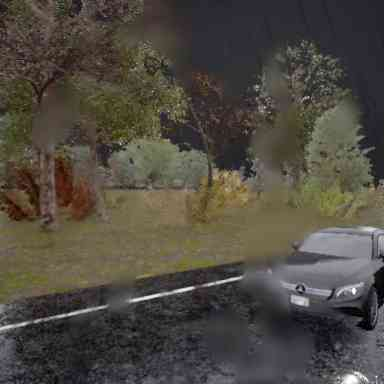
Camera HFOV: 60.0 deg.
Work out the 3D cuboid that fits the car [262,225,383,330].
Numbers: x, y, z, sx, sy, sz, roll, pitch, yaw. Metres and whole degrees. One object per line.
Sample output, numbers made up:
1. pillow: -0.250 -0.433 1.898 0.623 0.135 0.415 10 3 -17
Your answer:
1. car: 3.289 1.482 7.079 1.812 1.442 4.674 0 0 42
